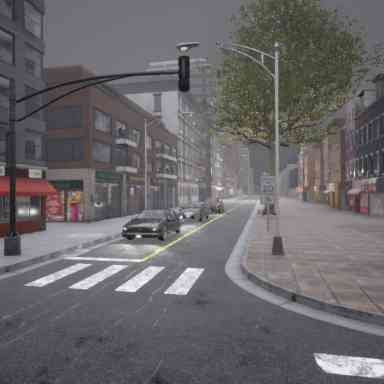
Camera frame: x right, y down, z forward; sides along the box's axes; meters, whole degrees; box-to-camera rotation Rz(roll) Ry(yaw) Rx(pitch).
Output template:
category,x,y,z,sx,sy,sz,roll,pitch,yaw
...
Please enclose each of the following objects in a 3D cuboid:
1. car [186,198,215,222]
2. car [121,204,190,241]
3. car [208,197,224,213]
category,x,y,z,sx,sy,sz,roll,pitch,yaw
car,0.225,1.492,26.753,2.128,1.511,4.902,0,0,12
car,-1.809,1.556,17.209,2.033,1.411,5.357,0,0,12
car,2.307,1.347,36.497,2.097,1.767,4.553,0,0,12
